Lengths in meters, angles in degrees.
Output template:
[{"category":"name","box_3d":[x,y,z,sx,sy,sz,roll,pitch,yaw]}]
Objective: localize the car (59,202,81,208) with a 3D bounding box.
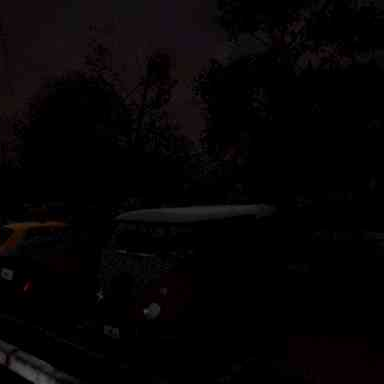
[{"category":"car","box_3d":[-8.317,1.628,28.335,2.163,1.488,4.792,-1,0,35]}]

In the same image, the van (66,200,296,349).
[{"category":"van","box_3d":[0.221,1.261,6.185,1.878,1.987,4.442,0,0,35]}]

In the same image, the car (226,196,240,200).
[{"category":"car","box_3d":[3.055,1.261,20.304,2.435,2.045,5.566,0,0,35]}]

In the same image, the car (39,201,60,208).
[{"category":"car","box_3d":[-10.578,1.619,29.962,2.097,1.535,5.008,-1,0,35]}]

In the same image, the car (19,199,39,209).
[{"category":"car","box_3d":[-12.957,1.637,31.422,1.946,1.575,5.366,-1,0,35]}]

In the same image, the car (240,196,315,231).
[{"category":"car","box_3d":[5.229,1.249,18.769,2.435,2.045,5.566,0,0,35]}]

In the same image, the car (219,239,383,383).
[{"category":"car","box_3d":[2.562,1.504,4.639,2.163,1.488,4.792,0,0,35]}]

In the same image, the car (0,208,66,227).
[{"category":"car","box_3d":[-6.581,1.523,11.126,2.097,1.535,5.008,0,0,35]}]

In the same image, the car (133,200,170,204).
[{"category":"car","box_3d":[-1.479,1.542,23.535,2.097,1.535,5.008,0,0,35]}]

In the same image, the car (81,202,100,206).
[{"category":"car","box_3d":[-6.008,1.607,26.776,2.163,1.488,4.792,-1,0,35]}]

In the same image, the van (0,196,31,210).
[{"category":"van","box_3d":[-19.608,1.476,36.494,1.878,1.987,4.442,-1,0,35]}]

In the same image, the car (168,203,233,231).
[{"category":"car","box_3d":[0.696,1.566,22.002,2.002,1.452,4.674,0,0,35]}]

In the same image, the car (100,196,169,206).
[{"category":"car","box_3d":[-3.770,1.307,25.125,2.435,2.045,5.566,-1,0,35]}]

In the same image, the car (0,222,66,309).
[{"category":"car","box_3d":[-1.984,1.528,7.921,2.163,1.488,4.792,0,0,35]}]

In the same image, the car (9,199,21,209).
[{"category":"car","box_3d":[-15.126,1.701,33.179,2.002,1.452,4.674,-1,0,35]}]
